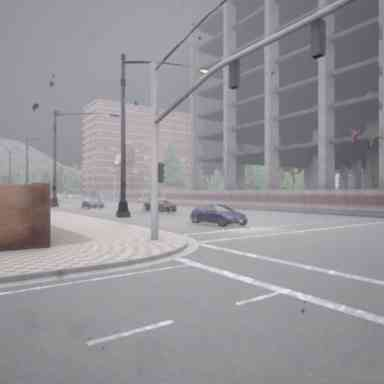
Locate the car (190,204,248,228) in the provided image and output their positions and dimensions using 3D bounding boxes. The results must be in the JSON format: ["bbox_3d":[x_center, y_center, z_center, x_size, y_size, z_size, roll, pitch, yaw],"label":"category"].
[{"bbox_3d":[1.697,1.537,22.527,1.812,1.442,4.674,0,0,-36],"label":"car"}]

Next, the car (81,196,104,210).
[{"bbox_3d":[-13.104,1.534,43.645,1.812,1.442,4.674,0,0,-35],"label":"car"}]

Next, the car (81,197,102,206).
[{"bbox_3d":[-16.609,1.505,54.749,1.837,1.490,4.892,0,0,-35],"label":"car"}]

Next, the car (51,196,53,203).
[{"bbox_3d":[-27.879,1.515,64.804,1.812,1.442,4.674,0,0,-35],"label":"car"}]

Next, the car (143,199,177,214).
[{"bbox_3d":[-3.529,1.474,35.868,1.882,1.535,5.008,0,0,-35],"label":"car"}]
